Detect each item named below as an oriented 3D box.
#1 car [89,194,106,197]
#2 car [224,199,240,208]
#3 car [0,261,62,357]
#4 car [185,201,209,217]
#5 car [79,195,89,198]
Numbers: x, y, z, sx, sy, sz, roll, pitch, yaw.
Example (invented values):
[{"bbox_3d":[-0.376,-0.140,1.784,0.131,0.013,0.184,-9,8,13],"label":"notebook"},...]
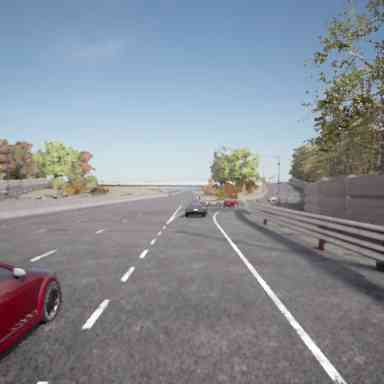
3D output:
[{"bbox_3d":[-24.513,1.375,86.777,2.097,1.767,4.553,0,0,0],"label":"car"},{"bbox_3d":[6.985,1.911,57.668,1.882,1.535,5.008,0,-1,23],"label":"car"},{"bbox_3d":[-3.402,1.564,4.516,1.994,1.385,4.181,0,0,0],"label":"car"},{"bbox_3d":[0.512,1.567,31.872,1.994,1.385,4.181,0,0,5],"label":"car"},{"bbox_3d":[-28.013,1.545,86.747,2.128,1.511,4.902,0,0,0],"label":"car"}]
